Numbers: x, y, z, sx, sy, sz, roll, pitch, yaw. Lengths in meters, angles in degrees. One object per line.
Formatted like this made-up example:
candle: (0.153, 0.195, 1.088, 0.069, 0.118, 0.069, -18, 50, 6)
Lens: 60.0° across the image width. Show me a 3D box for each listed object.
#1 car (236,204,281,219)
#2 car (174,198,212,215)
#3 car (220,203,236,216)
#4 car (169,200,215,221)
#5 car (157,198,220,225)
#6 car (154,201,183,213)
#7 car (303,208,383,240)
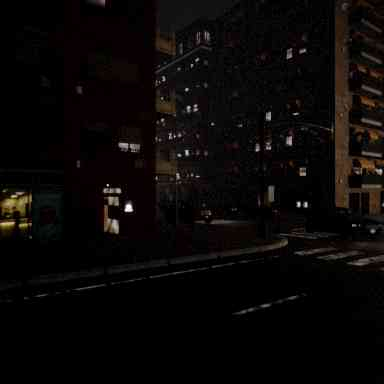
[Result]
car: (6.621, 1.844, 32.157, 1.802, 1.307, 4.206, -1, 0, -36)
car: (0.027, 1.718, 41.135, 2.192, 1.841, 5.009, -1, 0, -36)
car: (3.327, 1.899, 36.645, 1.947, 1.339, 4.313, -1, 0, -36)
car: (-0.078, 1.661, 31.296, 2.097, 1.767, 4.553, 0, -1, -36)
car: (-0.376, 1.586, 27.068, 2.192, 1.841, 5.009, -1, 0, -36)
car: (-3.262, 2.025, 45.623, 2.008, 1.369, 4.403, -1, 0, -36)
car: (7.938, 1.606, 17.964, 2.128, 1.511, 4.902, 0, -1, -13)
